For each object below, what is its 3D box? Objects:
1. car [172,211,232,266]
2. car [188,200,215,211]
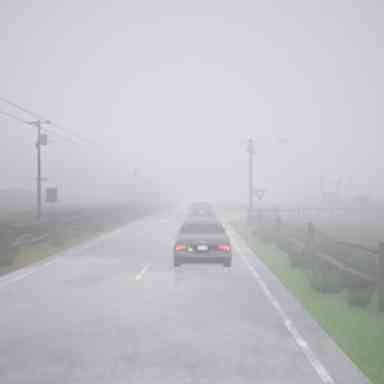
[{"bbox_3d":[0.351,1.612,11.738,2.033,1.411,5.357,0,0,1],"label":"car"},{"bbox_3d":[0.755,1.495,26.288,2.097,1.767,4.553,0,0,2],"label":"car"}]
